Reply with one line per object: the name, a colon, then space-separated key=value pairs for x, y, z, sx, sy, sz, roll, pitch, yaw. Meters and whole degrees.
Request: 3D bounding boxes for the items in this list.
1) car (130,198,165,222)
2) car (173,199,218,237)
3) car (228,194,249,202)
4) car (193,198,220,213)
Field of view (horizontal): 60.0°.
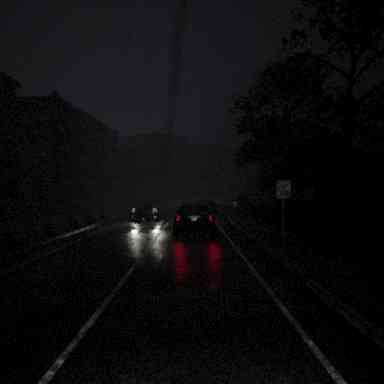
car: x=-3.348 y=1.320 z=25.675 sx=2.097 sy=1.767 sz=4.553 roll=0 pitch=0 yaw=2
car: x=0.125 y=1.329 z=18.108 sx=2.097 sy=1.767 sz=4.553 roll=0 pitch=0 yaw=0
car: x=9.165 y=1.201 z=65.384 sx=4.892 sy=1.490 sz=1.837 roll=-2 pitch=0 yaw=-41
car: x=1.703 y=1.491 z=37.169 sx=2.033 sy=1.411 sz=5.357 roll=0 pitch=0 yaw=12
